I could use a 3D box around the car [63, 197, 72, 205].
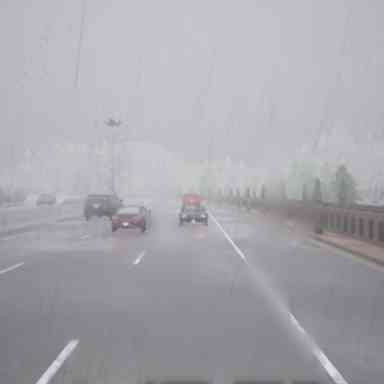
[{"bbox_3d":[-19.850,1.487,54.638,1.994,1.385,4.181,0,0,-12],"label":"car"}]

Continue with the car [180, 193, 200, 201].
[{"bbox_3d":[-0.219,1.131,41.494,2.150,2.045,5.566,0,0,-3],"label":"car"}]

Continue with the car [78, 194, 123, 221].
[{"bbox_3d":[-6.905,1.150,26.655,2.150,2.045,5.566,0,0,0],"label":"car"}]

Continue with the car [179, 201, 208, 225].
[{"bbox_3d":[0.095,1.535,23.093,1.895,1.301,4.718,0,0,0],"label":"car"}]

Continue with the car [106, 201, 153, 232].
[{"bbox_3d":[-3.404,1.468,19.402,1.812,1.442,4.674,0,0,0],"label":"car"}]

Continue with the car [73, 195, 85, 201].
[{"bbox_3d":[-28.994,1.525,85.332,1.812,1.442,4.674,0,0,-33],"label":"car"}]

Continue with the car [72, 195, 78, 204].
[{"bbox_3d":[-14.987,1.421,46.801,1.837,1.490,4.892,0,-1,-7],"label":"car"}]

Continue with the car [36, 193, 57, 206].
[{"bbox_3d":[-23.036,1.148,52.943,2.150,2.045,5.566,0,0,-11],"label":"car"}]
